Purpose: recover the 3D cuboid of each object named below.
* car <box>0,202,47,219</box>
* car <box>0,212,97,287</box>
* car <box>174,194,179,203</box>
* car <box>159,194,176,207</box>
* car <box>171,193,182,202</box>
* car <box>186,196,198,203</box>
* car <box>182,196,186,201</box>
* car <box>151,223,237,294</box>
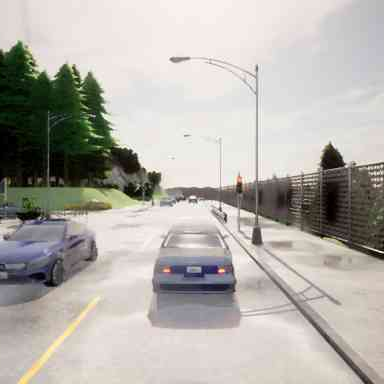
[{"bbox_3d":[-14.236,1.565,27.895,4.181,1.385,1.994,0,0,-1],"label":"car"},{"bbox_3d":[-4.054,1.526,9.426,1.812,1.442,4.674,0,0,0],"label":"car"},{"bbox_3d":[-3.949,1.526,62.383,1.812,1.442,4.674,0,0,1],"label":"car"},{"bbox_3d":[-3.997,1.505,52.486,1.837,1.490,4.892,0,0,0],"label":"car"},{"bbox_3d":[-3.868,1.225,72.788,2.150,2.045,5.566,0,0,0],"label":"car"},{"bbox_3d":[0.226,1.547,68.930,2.033,1.411,5.357,0,0,0],"label":"car"},{"bbox_3d":[-3.646,1.540,86.777,5.357,1.411,2.033,0,0,40],"label":"car"},{"bbox_3d":[0.063,1.547,8.936,2.033,1.411,5.357,0,0,1],"label":"car"}]
